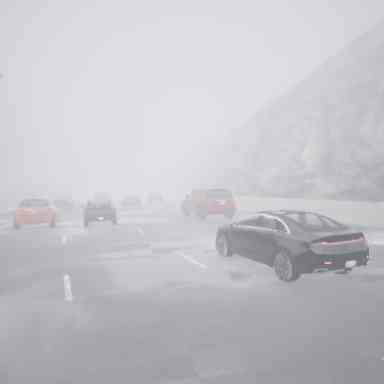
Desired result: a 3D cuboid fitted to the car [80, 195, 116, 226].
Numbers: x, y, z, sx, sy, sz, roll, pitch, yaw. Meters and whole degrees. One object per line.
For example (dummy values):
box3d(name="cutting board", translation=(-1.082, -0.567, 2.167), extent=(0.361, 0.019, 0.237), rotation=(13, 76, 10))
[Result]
box3d(name="car", translation=(-5.838, 1.182, 20.719), extent=(1.837, 1.490, 4.892), rotation=(-2, 1, -19))

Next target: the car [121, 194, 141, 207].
box3d(name="car", translation=(-6.833, 0.920, 37.015), extent=(1.994, 1.385, 4.181), rotation=(-2, 1, -14))

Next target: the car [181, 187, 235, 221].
box3d(name="car", translation=(0.960, 0.720, 22.452), extent=(2.150, 2.045, 5.566), rotation=(-2, 1, -19))

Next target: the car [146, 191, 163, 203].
box3d(name="car", translation=(-5.083, 0.650, 44.721), extent=(2.128, 1.511, 4.902), rotation=(-1, 1, -12))

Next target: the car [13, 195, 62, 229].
box3d(name="car", translation=(-9.295, 1.115, 20.103), extent=(2.097, 1.767, 4.553), rotation=(-2, 1, -19))

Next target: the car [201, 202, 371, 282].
box3d(name="car", translation=(2.327, 1.240, 9.095), extent=(2.128, 1.511, 4.902), rotation=(-2, 1, -23))

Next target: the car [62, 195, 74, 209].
box3d(name="car", translation=(-13.673, 1.065, 35.140), extent=(1.812, 1.442, 4.674), rotation=(-2, 1, -14))

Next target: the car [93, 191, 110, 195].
box3d(name="car", translation=(-12.421, 0.647, 45.520), extent=(2.097, 1.767, 4.553), rotation=(-1, 1, -12))
